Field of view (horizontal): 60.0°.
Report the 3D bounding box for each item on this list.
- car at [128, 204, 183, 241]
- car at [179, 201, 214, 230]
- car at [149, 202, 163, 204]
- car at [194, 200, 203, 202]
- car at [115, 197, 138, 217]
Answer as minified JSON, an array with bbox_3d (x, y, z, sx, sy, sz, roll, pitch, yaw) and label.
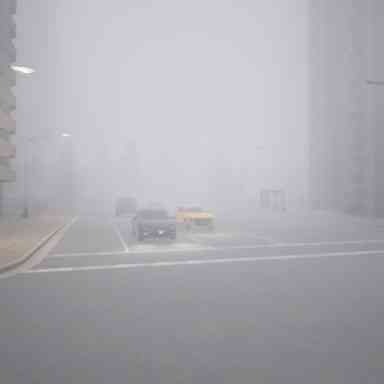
[{"bbox_3d":[-2.110,1.646,17.848,1.837,1.490,4.892,0,0,-16],"label":"car"},{"bbox_3d":[0.025,1.663,23.189,1.882,1.535,5.008,0,0,-16],"label":"car"},{"bbox_3d":[-4.044,1.847,37.777,2.033,1.411,5.357,0,0,-15],"label":"car"},{"bbox_3d":[0.974,1.930,51.624,1.812,1.442,4.674,0,-1,8],"label":"car"},{"bbox_3d":[-7.005,1.501,35.341,2.150,2.045,5.566,0,-1,-15],"label":"car"}]
